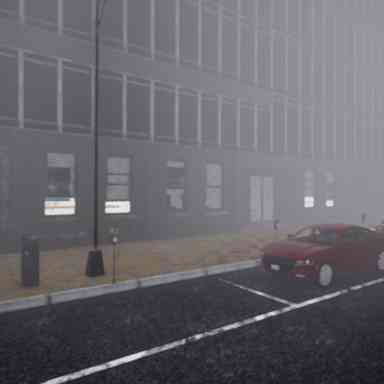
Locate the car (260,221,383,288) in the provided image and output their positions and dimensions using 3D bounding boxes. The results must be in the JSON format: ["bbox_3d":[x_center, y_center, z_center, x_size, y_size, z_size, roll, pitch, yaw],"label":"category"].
[{"bbox_3d":[3.829,1.562,9.286,4.507,1.381,1.887,0,0,-36],"label":"car"}]
